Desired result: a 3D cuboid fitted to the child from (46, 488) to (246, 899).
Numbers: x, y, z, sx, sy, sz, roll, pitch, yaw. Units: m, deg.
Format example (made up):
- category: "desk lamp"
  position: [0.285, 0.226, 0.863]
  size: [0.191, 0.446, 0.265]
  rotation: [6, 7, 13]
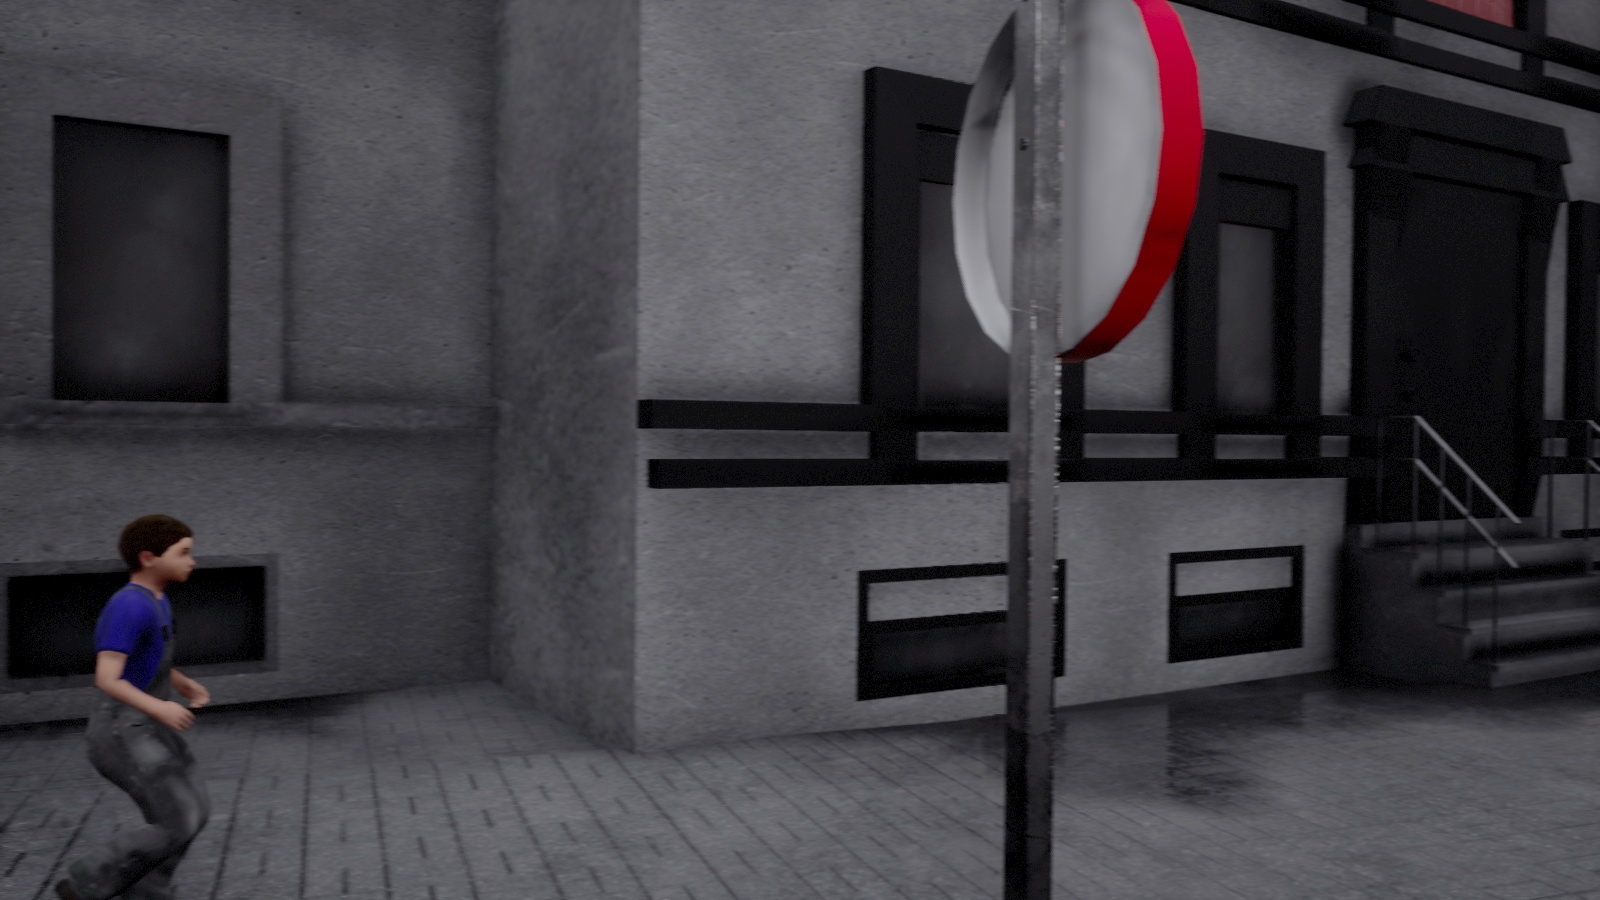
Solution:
- category: "child"
  position: [-1.852, 0.749, 3.585]
  size: [0.437, 1.263, 0.270]
  rotation: [-1, 1, -15]
